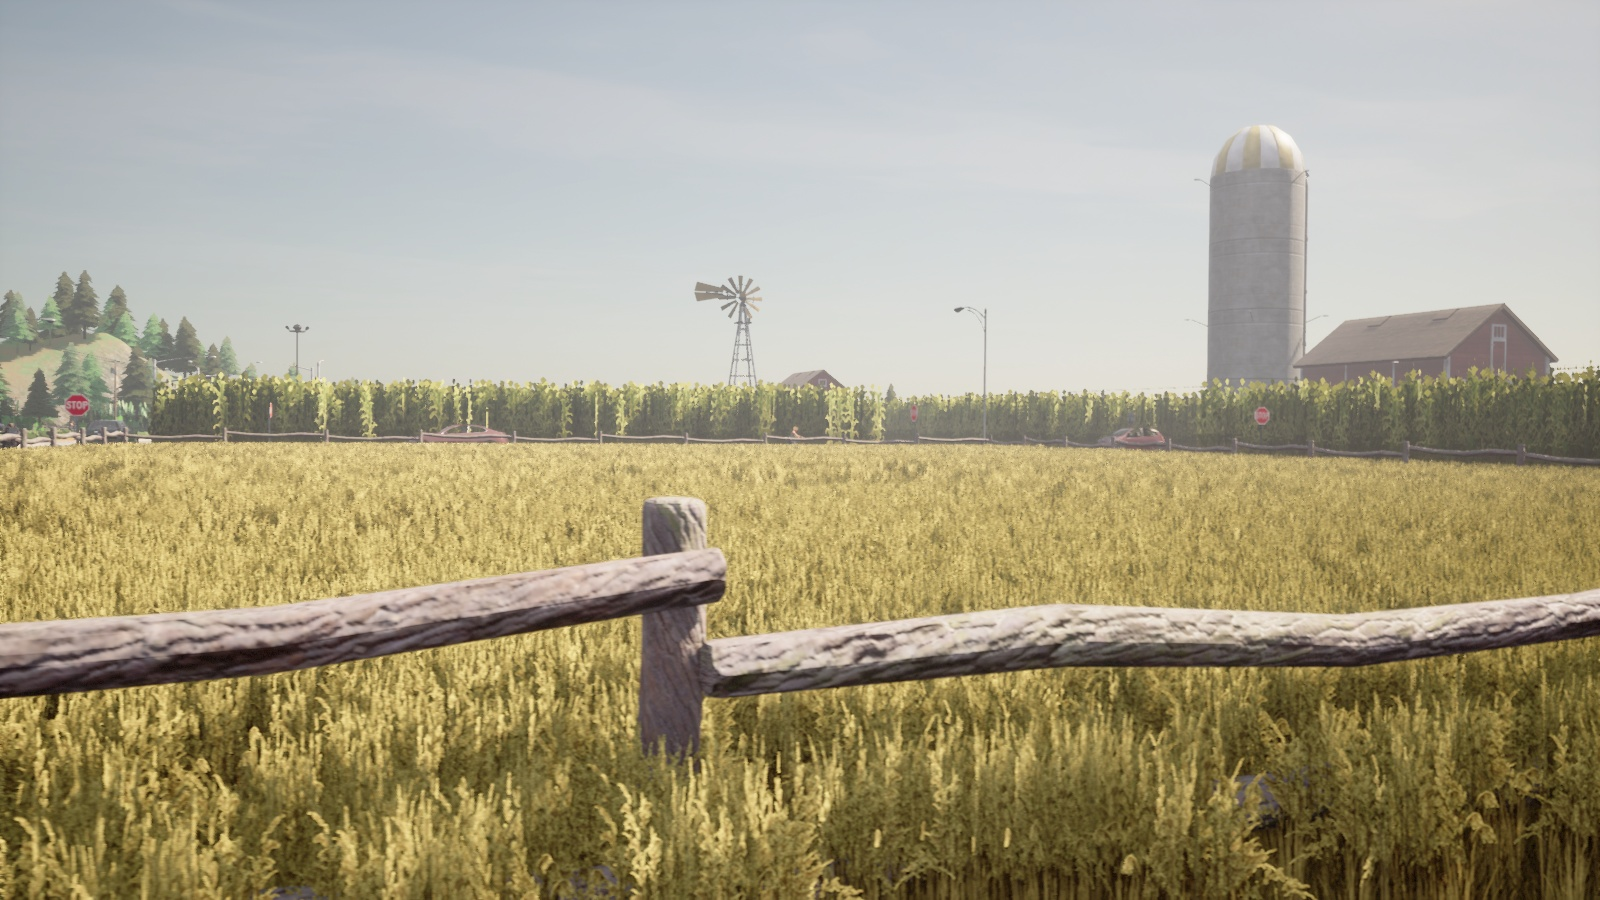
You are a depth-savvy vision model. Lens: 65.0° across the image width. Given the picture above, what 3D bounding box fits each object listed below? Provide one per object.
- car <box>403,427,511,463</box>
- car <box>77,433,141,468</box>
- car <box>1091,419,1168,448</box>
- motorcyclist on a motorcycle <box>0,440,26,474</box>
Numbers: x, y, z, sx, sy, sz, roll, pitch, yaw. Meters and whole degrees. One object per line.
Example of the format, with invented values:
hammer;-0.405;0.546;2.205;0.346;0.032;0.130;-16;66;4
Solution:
car;-16.945;-0.260;62.039;5.027;1.651;2.152;-1;1;-18
car;-36.796;-0.023;66.994;2.097;1.767;4.553;-1;1;-18
car;19.219;-0.989;73.310;3.988;1.617;1.851;-1;1;-20
motorcyclist on a motorcycle;-35.845;0.309;57.044;0.866;1.530;2.191;0;1;-39
